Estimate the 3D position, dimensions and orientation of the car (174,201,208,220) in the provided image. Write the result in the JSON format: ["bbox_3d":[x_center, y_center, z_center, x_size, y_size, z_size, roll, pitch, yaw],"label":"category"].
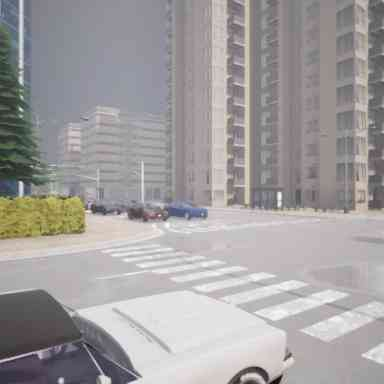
[{"bbox_3d":[-0.606,1.529,28.748,1.882,1.535,5.008,0,0,-35],"label":"car"}]

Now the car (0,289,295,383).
[{"bbox_3d":[-1.284,1.601,2.831,4.718,1.301,1.895,0,0,-35],"label":"car"}]

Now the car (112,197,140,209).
[{"bbox_3d":[-9.557,1.541,47.742,2.128,1.511,4.902,0,0,-35],"label":"car"}]

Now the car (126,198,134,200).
[{"bbox_3d":[-7.431,1.555,38.379,1.837,1.490,4.892,0,0,-35],"label":"car"}]

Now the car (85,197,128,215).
[{"bbox_3d":[-8.973,1.599,34.491,2.033,1.411,5.357,0,0,-35],"label":"car"}]

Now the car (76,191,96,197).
[{"bbox_3d":[-16.227,0.891,50.920,2.150,2.045,5.566,0,0,-35],"label":"car"}]

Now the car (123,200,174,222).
[{"bbox_3d":[-3.624,1.616,26.954,1.994,1.385,4.181,0,0,-35],"label":"car"}]

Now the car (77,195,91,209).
[{"bbox_3d":[-14.737,1.557,42.665,1.837,1.490,4.892,0,0,-35],"label":"car"}]
